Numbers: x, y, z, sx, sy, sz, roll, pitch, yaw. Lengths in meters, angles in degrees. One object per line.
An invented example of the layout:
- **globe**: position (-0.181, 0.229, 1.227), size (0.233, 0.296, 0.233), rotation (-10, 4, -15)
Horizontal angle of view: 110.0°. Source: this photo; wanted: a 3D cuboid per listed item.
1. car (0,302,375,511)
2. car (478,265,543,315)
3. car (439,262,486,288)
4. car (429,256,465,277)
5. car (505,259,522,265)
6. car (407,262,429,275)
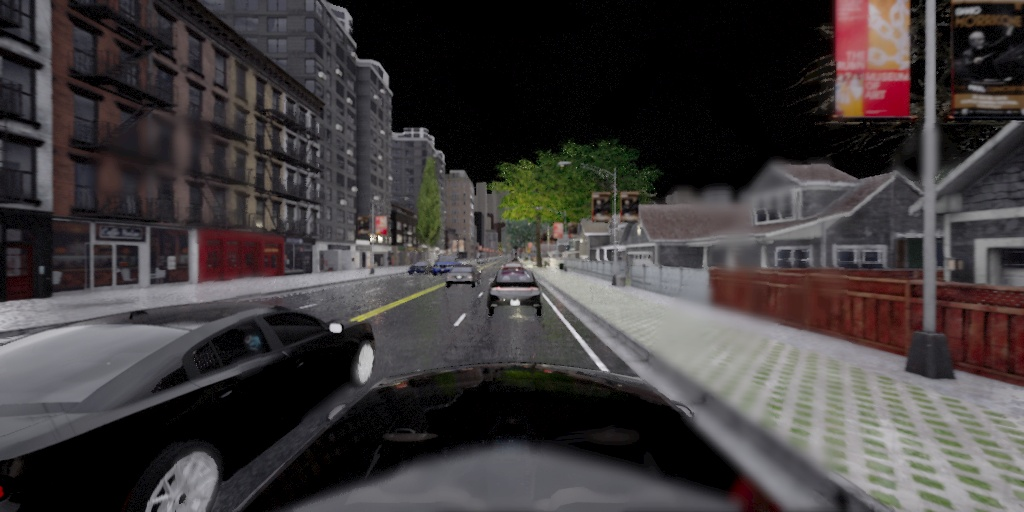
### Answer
- **car**: position (-3.150, 1.229, 3.851), size (1.882, 1.535, 5.008), rotation (0, 0, 0)
- **car**: position (0.103, 1.248, 13.543), size (2.128, 1.511, 4.902), rotation (0, 0, 0)
- **car**: position (-3.145, 1.308, 23.868), size (2.033, 1.411, 5.357), rotation (0, 0, 0)
- **car**: position (-6.588, 0.986, 36.795), size (2.150, 2.045, 5.566), rotation (0, 0, 0)
- **car**: position (0.107, 1.240, 31.052), size (1.882, 1.535, 5.008), rotation (0, 0, 0)
- **car**: position (-9.836, 1.309, 39.221), size (2.033, 1.411, 5.357), rotation (0, 0, 0)
